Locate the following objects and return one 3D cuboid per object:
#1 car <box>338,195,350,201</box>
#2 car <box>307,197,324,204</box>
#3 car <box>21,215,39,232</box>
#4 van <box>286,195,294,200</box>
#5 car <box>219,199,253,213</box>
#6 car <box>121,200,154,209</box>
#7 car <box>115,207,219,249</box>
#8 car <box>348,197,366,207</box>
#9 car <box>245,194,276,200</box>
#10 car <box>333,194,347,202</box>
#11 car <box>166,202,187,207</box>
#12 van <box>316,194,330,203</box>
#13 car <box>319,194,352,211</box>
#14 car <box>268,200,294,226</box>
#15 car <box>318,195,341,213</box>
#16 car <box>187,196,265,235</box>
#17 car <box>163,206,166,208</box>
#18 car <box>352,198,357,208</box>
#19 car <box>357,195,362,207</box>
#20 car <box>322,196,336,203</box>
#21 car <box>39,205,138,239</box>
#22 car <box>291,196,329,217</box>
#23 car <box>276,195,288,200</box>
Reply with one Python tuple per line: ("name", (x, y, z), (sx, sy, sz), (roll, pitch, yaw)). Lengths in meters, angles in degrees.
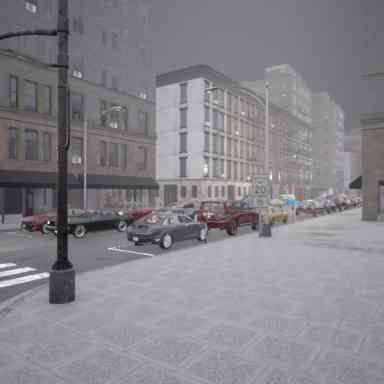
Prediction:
("car", (39.183, 1.556, 85.590), (1.887, 1.381, 4.507), (0, 0, 35))
("car", (23.630, 1.571, 63.461), (1.947, 1.339, 4.313), (0, 0, 35))
("car", (-7.474, 1.529, 19.204), (1.887, 1.381, 4.507), (0, 0, 35))
("van", (14.300, 1.339, 50.183), (1.690, 1.788, 3.998), (0, 0, 35))
("car", (4.967, 1.536, 36.907), (1.887, 1.381, 4.507), (0, 0, 35))
("car", (-4.364, 1.426, 23.629), (1.967, 1.590, 4.097), (0, 0, 35))
("car", (-0.909, 1.575, 14.590), (2.008, 1.369, 4.403), (0, 0, 35))
("car", (27.085, 1.593, 54.420), (2.008, 1.369, 4.403), (0, 0, 35))
("car", (6.403, 1.225, 34.512), (2.150, 2.045, 5.566), (0, 0, 35))
("car", (36.073, 1.326, 81.163), (2.192, 1.841, 5.009), (0, 0, 35))
("car", (0.430, 1.505, 26.041), (1.837, 1.490, 4.892), (0, 0, 35))
("van", (26.741, 1.348, 67.886), (1.690, 1.788, 3.998), (0, 0, 35))
("car", (17.755, 1.350, 41.143), (2.192, 1.841, 5.009), (0, 0, 35))
("car", (5.410, 1.553, 23.580), (1.752, 1.417, 4.829), (0, 0, 35))
("car", (14.644, 1.473, 36.717), (1.967, 1.590, 4.097), (0, 0, 35))
("car", (2.202, 1.341, 19.014), (2.192, 1.841, 5.009), (0, 0, 35))
("car", (-1.253, 1.539, 28.056), (2.008, 1.369, 4.403), (0, 0, 35))
("car", (20.864, 1.620, 45.569), (1.802, 1.307, 4.206), (0, 0, 35))
("car", (23.975, 1.606, 49.995), (1.947, 1.339, 4.313), (0, 0, 35))
("car", (29.851, 1.554, 72.312), (1.887, 1.381, 4.507), (0, 0, 35))
("car", (-5.329, 1.598, 17.843), (1.895, 1.301, 4.718), (0, 0, 32))
("car", (11.533, 1.471, 32.292), (1.967, 1.590, 4.097), (0, 0, 35))
("car", (11.090, 1.521, 45.619), (1.752, 1.417, 4.829), (0, 0, 35))
